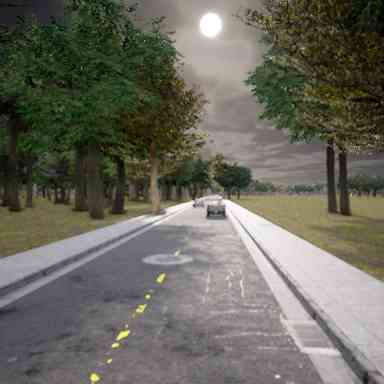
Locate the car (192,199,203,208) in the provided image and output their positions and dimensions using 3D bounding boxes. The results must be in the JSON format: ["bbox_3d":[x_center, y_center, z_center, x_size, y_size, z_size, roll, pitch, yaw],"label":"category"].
[{"bbox_3d":[1.111,1.910,55.723,1.895,1.301,4.718,0,0,4],"label":"car"}]

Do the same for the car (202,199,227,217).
[{"bbox_3d":[2.439,1.671,33.486,2.128,1.511,4.902,0,0,4],"label":"car"}]

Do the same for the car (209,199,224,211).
[{"bbox_3d":[3.331,1.756,45.678,1.837,1.490,4.892,0,0,4],"label":"car"}]
